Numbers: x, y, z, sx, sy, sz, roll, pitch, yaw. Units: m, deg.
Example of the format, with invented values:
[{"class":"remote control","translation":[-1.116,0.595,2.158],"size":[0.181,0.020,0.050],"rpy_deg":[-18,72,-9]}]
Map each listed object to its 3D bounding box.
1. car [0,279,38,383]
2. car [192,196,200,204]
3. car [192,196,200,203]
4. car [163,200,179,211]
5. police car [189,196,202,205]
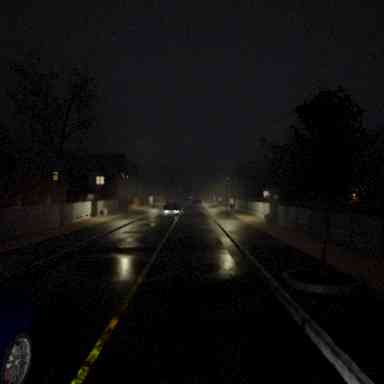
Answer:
[{"class":"car","translation":[-2.848,1.540,2.463],"size":[1.812,1.442,4.674],"rpy_deg":[0,0,0]},{"class":"car","translation":[0.919,1.828,77.072],"size":[1.801,1.575,5.366],"rpy_deg":[0,0,0]},{"class":"car","translation":[0.927,1.854,83.072],"size":[1.801,1.575,5.366],"rpy_deg":[0,0,0]},{"class":"car","translation":[-2.780,1.795,45.308],"size":[1.994,1.385,4.181],"rpy_deg":[0,0,0]},{"class":"police car","translation":[0.907,1.755,66.989],"size":[1.930,1.638,5.238],"rpy_deg":[0,0,0]}]
